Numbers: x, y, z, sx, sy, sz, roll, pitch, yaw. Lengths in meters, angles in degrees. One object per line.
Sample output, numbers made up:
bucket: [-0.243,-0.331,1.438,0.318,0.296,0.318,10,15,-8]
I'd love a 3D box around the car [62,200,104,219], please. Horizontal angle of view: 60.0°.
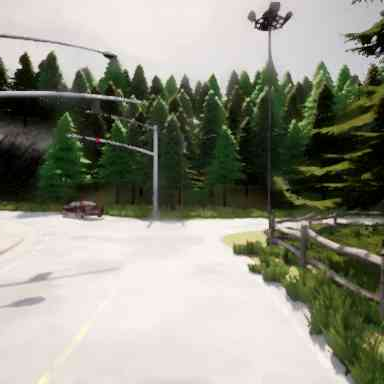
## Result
car: [-9.577,1.463,29.002,1.882,1.535,5.008,1,0,-44]
